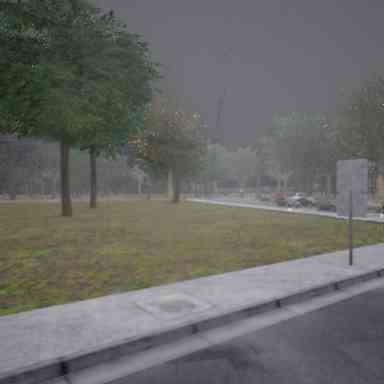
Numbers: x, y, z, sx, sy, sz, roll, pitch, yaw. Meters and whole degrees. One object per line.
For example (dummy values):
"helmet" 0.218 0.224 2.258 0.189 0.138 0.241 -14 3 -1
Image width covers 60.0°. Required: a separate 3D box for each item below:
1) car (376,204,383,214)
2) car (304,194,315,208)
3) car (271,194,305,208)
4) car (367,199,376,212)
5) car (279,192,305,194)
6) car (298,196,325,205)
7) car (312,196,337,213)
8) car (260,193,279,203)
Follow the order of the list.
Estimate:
"car" 17.633 1.436 26.757 1.837 1.490 4.892 0 0 -12
"car" 16.541 1.421 46.889 1.882 1.535 5.008 0 0 -12
"car" 13.317 1.444 46.393 1.837 1.490 4.892 0 0 -12
"car" 18.763 1.465 36.728 1.812 1.442 4.674 0 0 -12
"car" 17.719 1.168 57.269 2.150 2.045 5.566 0 0 -12
"car" 20.852 1.442 58.139 2.128 1.511 4.902 0 0 -12
"car" 15.517 1.500 36.375 1.994 1.385 4.181 0 0 -12
"car" 15.454 1.411 67.311 2.128 1.511 4.902 0 0 -12
